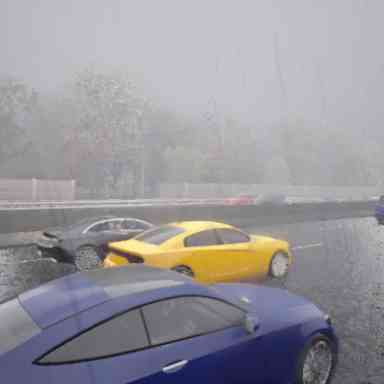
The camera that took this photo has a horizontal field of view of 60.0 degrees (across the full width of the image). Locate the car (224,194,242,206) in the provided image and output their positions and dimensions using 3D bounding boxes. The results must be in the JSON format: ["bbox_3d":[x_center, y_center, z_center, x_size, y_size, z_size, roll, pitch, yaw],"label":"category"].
[{"bbox_3d":[6.703,1.210,43.125,5.566,2.045,2.150,0,0,-35],"label":"car"}]

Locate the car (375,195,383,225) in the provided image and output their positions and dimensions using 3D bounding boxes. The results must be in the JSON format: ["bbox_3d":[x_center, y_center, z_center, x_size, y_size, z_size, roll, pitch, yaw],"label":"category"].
[{"bbox_3d":[14.768,1.206,22.859,5.566,2.045,2.150,0,0,-35],"label":"car"}]

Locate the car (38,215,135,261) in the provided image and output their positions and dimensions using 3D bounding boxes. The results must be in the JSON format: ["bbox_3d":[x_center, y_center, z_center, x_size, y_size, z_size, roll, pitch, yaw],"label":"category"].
[{"bbox_3d":[-2.276,1.489,10.714,4.902,1.511,2.128,0,0,-35],"label":"car"}]

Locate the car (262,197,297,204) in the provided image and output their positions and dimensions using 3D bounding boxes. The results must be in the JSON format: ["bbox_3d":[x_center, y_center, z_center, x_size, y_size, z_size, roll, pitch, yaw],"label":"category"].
[{"bbox_3d":[10.400,1.587,37.174,4.718,1.301,1.895,0,0,-35],"label":"car"}]

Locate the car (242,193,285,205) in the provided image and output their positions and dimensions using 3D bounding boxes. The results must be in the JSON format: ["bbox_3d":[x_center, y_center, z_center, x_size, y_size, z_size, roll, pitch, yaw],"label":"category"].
[{"bbox_3d":[9.208,1.210,40.611,5.566,2.045,2.150,0,0,-35],"label":"car"}]

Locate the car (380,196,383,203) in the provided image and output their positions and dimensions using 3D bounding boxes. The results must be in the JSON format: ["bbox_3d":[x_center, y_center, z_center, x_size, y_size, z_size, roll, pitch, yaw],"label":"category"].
[{"bbox_3d":[40.244,1.547,66.919,5.357,1.411,2.033,0,0,-35],"label":"car"}]

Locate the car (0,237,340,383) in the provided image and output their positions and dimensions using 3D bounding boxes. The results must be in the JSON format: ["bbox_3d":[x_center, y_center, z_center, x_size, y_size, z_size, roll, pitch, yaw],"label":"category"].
[{"bbox_3d":[-0.409,1.525,3.452,4.674,1.442,1.812,0,0,-35],"label":"car"}]

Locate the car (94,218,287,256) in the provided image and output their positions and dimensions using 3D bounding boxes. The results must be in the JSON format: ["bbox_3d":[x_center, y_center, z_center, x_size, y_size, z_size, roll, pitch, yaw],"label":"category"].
[{"bbox_3d":[0.392,1.474,8.316,5.008,1.535,1.882,0,0,-35],"label":"car"}]

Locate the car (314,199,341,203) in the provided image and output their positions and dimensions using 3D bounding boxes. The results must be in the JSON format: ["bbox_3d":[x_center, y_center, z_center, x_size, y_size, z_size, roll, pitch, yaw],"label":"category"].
[{"bbox_3d":[14.475,1.478,35.771,4.902,1.511,2.128,0,0,-35],"label":"car"}]
